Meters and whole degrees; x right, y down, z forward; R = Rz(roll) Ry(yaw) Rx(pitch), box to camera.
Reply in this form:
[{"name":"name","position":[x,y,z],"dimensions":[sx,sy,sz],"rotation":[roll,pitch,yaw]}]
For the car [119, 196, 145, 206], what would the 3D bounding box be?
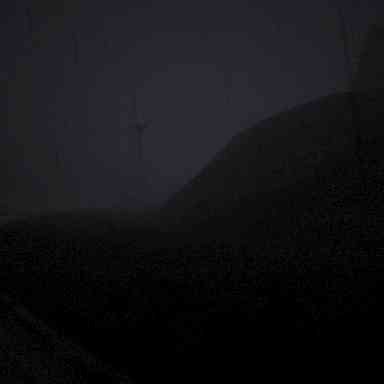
[{"name":"car","position":[-9.771,1.394,54.642],"dimensions":[2.097,1.767,4.553],"rotation":[0,0,36]}]
